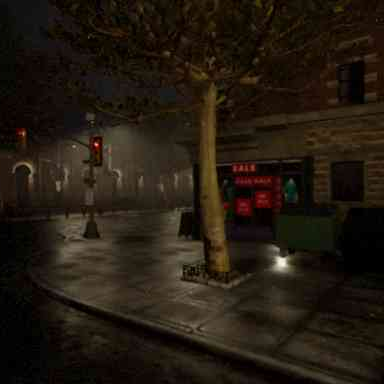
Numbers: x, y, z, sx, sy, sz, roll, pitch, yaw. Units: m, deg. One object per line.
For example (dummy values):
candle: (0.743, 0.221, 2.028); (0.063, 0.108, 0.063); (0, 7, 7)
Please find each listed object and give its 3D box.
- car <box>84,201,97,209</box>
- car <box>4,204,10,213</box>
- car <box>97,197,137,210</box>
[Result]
car: (-12.221, 1.587, 45.197); (1.895, 1.301, 4.718); (0, 0, 36)
car: (-19.259, 1.470, 30.159); (1.882, 1.535, 5.008); (0, 0, 36)
car: (-9.480, 1.470, 43.610); (1.882, 1.535, 5.008); (0, 0, 36)
